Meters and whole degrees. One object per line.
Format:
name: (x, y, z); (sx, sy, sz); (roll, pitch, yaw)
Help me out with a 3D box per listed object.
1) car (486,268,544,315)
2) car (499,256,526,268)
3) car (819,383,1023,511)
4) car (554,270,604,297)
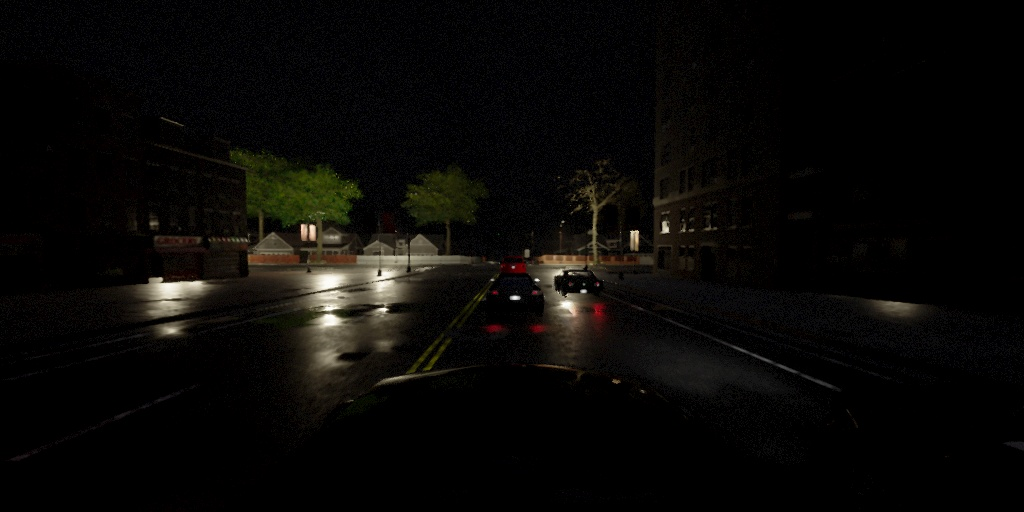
car: (0.098, 1.320, 13.542); (1.994, 1.385, 4.181); (0, 0, 0)
car: (0.098, 1.023, 31.719); (2.150, 2.045, 5.566); (0, 0, 0)
car: (3.350, 1.242, 0.830); (2.128, 1.511, 4.902); (0, 0, 0)
car: (3.349, 1.366, 18.963); (1.895, 1.301, 4.718); (0, 0, 0)
